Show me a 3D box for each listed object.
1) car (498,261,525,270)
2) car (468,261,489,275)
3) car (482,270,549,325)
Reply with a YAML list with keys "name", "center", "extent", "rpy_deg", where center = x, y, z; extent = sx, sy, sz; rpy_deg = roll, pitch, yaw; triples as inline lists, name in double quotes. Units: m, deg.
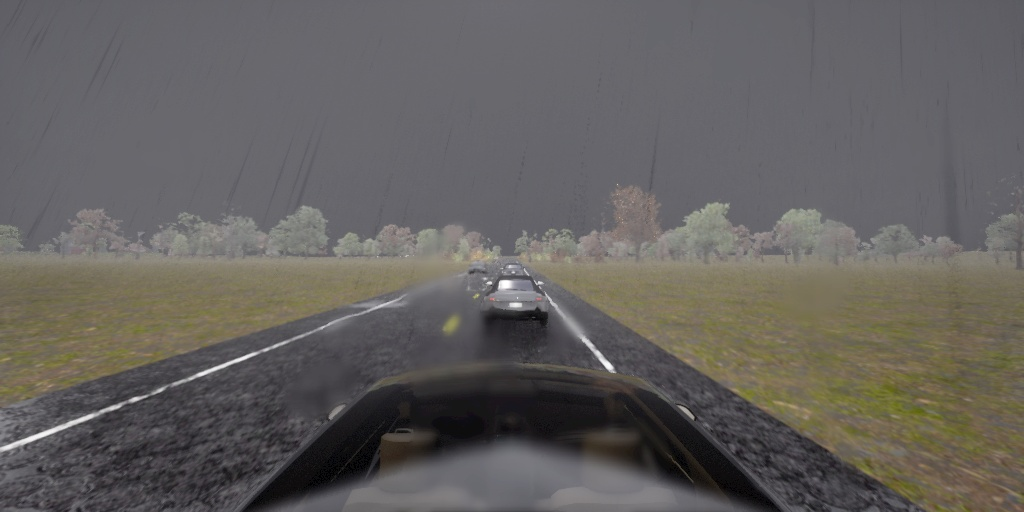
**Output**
- name: "car"
  center: [0.108, 1.303, 29.796]
  extent: [2.033, 1.411, 5.357]
  rpy_deg: [0, 0, 0]
- name: "car"
  center: [-3.580, 1.262, 38.749]
  extent: [1.837, 1.490, 4.892]
  rpy_deg: [0, 0, 0]
- name: "car"
  center: [0.103, 1.316, 11.849]
  extent: [1.994, 1.385, 4.181]
  rpy_deg: [0, 0, 0]
